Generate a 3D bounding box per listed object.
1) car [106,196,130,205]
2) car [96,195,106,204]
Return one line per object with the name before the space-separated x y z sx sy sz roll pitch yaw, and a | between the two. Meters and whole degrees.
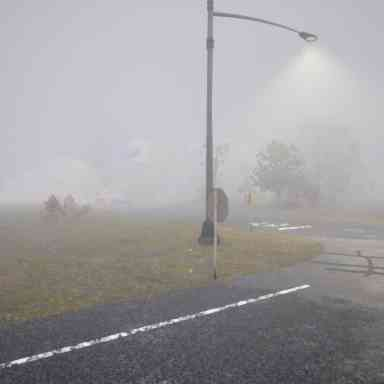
car | -11.752 1.396 54.535 2.128 1.511 4.902 0 0 -33
car | -16.076 1.367 60.977 1.882 1.535 5.008 0 0 -34
